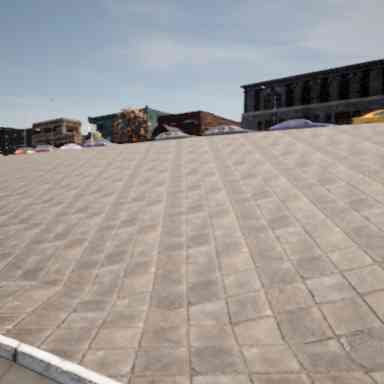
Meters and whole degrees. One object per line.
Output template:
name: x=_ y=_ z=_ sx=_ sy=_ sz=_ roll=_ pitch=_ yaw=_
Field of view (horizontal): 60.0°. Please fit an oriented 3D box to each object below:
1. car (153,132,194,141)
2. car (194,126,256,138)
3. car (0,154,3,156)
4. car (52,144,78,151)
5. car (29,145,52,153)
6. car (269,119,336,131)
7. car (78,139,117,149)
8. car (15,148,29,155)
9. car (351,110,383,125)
car: x=-1.301 y=-4.545 z=29.265 sx=4.892 sy=1.521 sz=2.231 roll=2 pitch=1 yaw=39
car: x=3.016 y=-4.386 z=25.829 sx=4.892 sy=1.521 sz=2.231 roll=2 pitch=2 yaw=38
car: x=-31.493 y=-5.537 z=53.371 sx=4.892 sy=1.521 sz=2.231 roll=2 pitch=1 yaw=39
car: x=-14.140 y=-4.939 z=39.517 sx=4.674 sy=1.452 sz=2.002 roll=2 pitch=1 yaw=39
car: x=-18.571 y=-5.253 z=43.054 sx=4.553 sy=1.767 sz=2.185 roll=2 pitch=1 yaw=39
car: x=7.418 y=-4.170 z=22.458 sx=4.674 sy=1.452 sz=2.002 roll=2 pitch=2 yaw=37
car: x=-9.846 y=-4.961 z=36.087 sx=4.553 sy=1.767 sz=2.185 roll=2 pitch=1 yaw=39
car: x=-22.884 y=-5.394 z=46.498 sx=4.553 sy=1.767 sz=2.185 roll=2 pitch=1 yaw=39
car: x=11.894 y=-4.028 z=19.182 sx=5.008 sy=1.535 sz=2.097 roll=2 pitch=2 yaw=36
